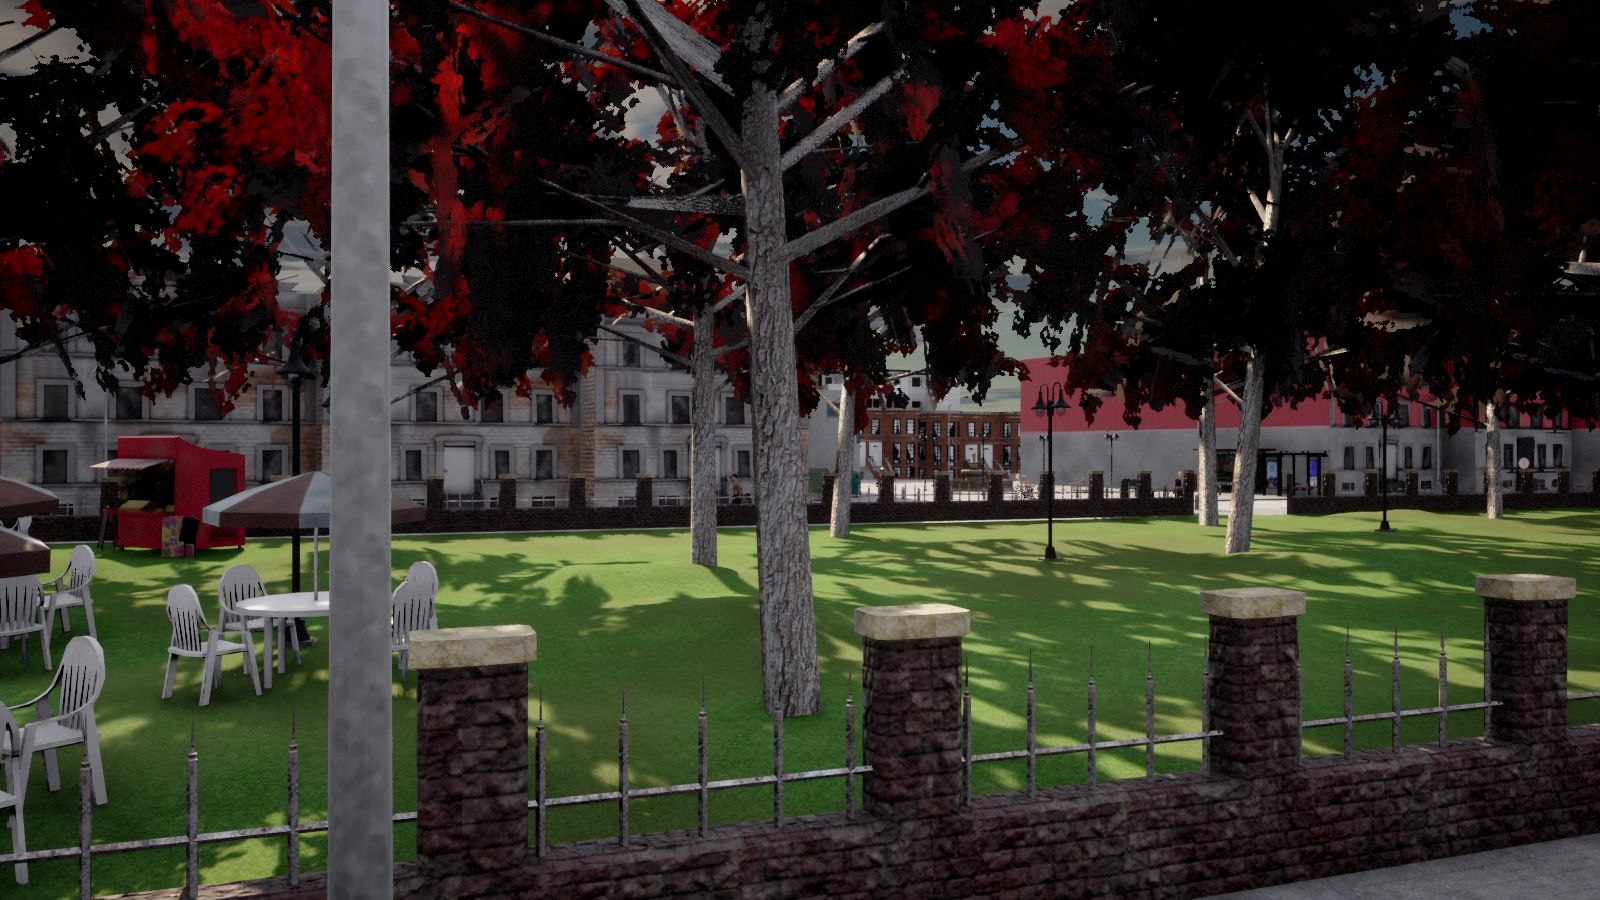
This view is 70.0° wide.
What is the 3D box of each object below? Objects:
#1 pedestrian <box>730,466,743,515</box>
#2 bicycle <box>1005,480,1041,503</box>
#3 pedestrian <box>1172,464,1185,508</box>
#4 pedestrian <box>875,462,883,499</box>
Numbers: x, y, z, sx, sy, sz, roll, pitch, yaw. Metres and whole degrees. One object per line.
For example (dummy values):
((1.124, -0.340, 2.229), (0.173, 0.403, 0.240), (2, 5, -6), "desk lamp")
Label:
((-2.417, 1.528, 43.593), (0.375, 1.860, 0.375), (0, 0, -23), "pedestrian")
((10.919, 2.048, 56.012), (1.487, 1.080, 0.859), (0, 0, -20), "bicycle")
((16.073, 1.538, 48.506), (0.375, 1.860, 0.375), (0, 0, -32), "pedestrian")
((3.965, 1.534, 57.251), (0.375, 1.860, 0.375), (0, 0, 12), "pedestrian")
